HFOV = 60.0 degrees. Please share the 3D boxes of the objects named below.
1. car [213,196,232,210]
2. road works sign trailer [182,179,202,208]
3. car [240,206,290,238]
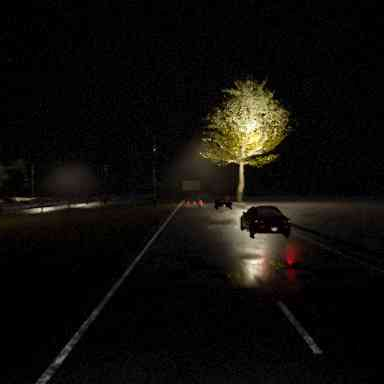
[{"bbox_3d":[3.556,1.240,39.051,1.837,1.490,4.892,0,0,0],"label":"car"},{"bbox_3d":[-0.048,0.186,41.568,2.380,3.560,2.880,0,0,0],"label":"road works sign trailer"},{"bbox_3d":[3.581,1.408,16.769,1.812,1.442,4.674,0,0,0],"label":"car"}]
